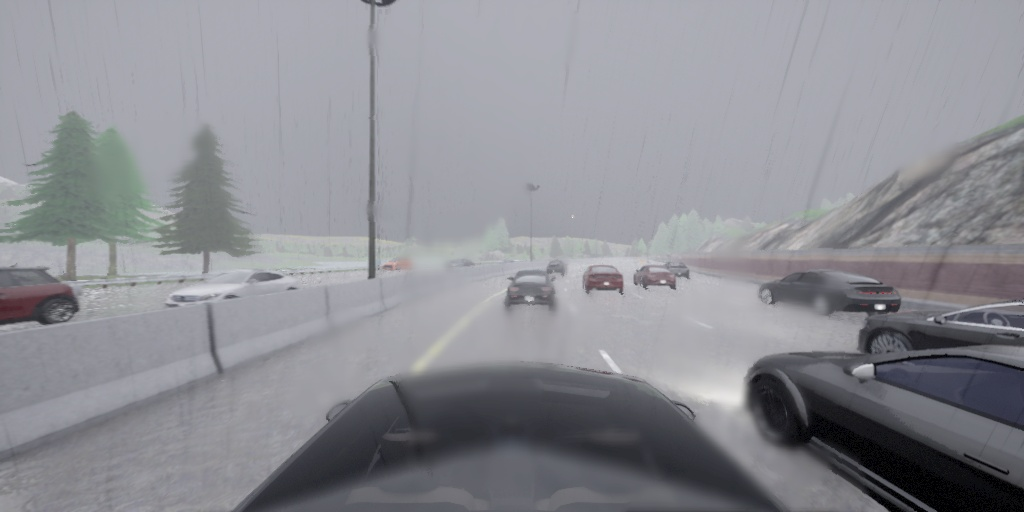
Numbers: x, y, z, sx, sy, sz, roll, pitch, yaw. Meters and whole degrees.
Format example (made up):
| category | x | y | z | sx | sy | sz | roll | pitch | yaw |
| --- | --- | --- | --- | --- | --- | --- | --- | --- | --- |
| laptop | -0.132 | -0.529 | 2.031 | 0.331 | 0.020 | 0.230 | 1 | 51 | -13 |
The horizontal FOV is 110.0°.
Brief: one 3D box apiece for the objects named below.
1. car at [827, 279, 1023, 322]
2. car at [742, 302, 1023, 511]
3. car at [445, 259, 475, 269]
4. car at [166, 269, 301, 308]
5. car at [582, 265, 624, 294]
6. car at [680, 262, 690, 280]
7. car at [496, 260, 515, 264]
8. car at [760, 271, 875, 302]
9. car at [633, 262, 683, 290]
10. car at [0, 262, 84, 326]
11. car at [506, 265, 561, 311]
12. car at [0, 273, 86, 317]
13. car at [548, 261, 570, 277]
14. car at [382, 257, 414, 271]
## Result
| category | x | y | z | sx | sy | sz | roll | pitch | yaw |
| --- | --- | --- | --- | --- | --- | --- | --- | --- | --- |
| car | 7.219 | 1.258 | 4.532 | 2.128 | 1.511 | 4.902 | 0 | 0 | 1 |
| car | 3.705 | 1.323 | 2.531 | 1.994 | 1.385 | 4.181 | 0 | 0 | 1 |
| car | -6.585 | 1.174 | 48.493 | 2.128 | 1.511 | 4.902 | 0 | 0 | 17 |
| car | -10.004 | 1.236 | 13.412 | 1.812 | 1.442 | 4.674 | 0 | 0 | 5 |
| car | 5.047 | 1.222 | 20.296 | 1.882 | 1.535 | 5.008 | 0 | 0 | 8 |
| car | 14.411 | 1.250 | 31.980 | 2.128 | 1.511 | 4.902 | 0 | 0 | 13 |
| car | -0.894 | 1.241 | 54.567 | 2.033 | 1.411 | 5.357 | 0 | 0 | 19 |
| car | 11.247 | 1.274 | 13.166 | 1.837 | 1.490 | 4.892 | 0 | 0 | 5 |
| car | 8.919 | 1.279 | 22.609 | 1.812 | 1.442 | 4.674 | 0 | 0 | 9 |
| car | -13.801 | 1.057 | 8.517 | 2.097 | 1.767 | 4.553 | 0 | 0 | 3 |
| car | 0.810 | 1.261 | 14.219 | 1.812 | 1.442 | 4.674 | 0 | 0 | 5 |
| car | -17.184 | 1.294 | 11.239 | 1.895 | 1.301 | 4.718 | 0 | 0 | 4 |
| car | 4.583 | 1.232 | 35.903 | 1.837 | 1.490 | 4.892 | 0 | 0 | 14 |
| car | -14.603 | 1.015 | 46.033 | 2.097 | 1.767 | 4.553 | 0 | 0 | 16 |
